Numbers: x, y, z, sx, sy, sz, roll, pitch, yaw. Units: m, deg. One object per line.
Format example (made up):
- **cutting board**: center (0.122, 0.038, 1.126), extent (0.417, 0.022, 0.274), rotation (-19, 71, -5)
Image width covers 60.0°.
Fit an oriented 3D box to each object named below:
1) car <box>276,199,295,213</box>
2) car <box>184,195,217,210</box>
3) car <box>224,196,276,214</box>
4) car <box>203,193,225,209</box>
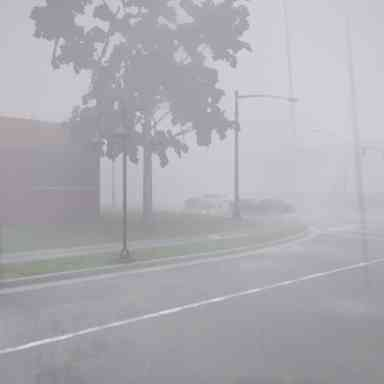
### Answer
- **car**: center (9.086, 1.502, 36.801), extent (1.837, 1.490, 4.892), rotation (0, 0, -34)
- **car**: center (0.747, 1.502, 42.987), extent (1.837, 1.490, 4.892), rotation (0, 0, -33)
- **car**: center (6.016, 1.475, 35.097), extent (1.882, 1.535, 5.008), rotation (0, 0, -34)
- **car**: center (3.455, 1.219, 45.244), extent (2.150, 2.045, 5.566), rotation (0, 0, -34)
